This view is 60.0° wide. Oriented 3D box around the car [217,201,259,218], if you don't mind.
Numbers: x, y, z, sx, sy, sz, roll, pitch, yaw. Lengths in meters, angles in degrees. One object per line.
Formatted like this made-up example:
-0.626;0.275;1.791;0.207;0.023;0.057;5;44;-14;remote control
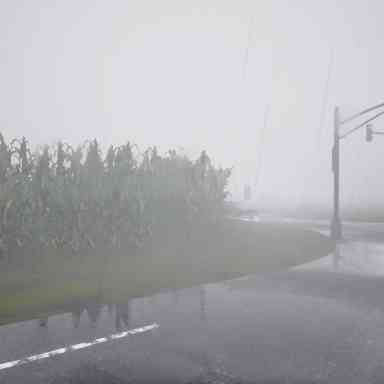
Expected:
3.807;1.504;30.470;2.033;1.411;5.357;1;0;-27;car
